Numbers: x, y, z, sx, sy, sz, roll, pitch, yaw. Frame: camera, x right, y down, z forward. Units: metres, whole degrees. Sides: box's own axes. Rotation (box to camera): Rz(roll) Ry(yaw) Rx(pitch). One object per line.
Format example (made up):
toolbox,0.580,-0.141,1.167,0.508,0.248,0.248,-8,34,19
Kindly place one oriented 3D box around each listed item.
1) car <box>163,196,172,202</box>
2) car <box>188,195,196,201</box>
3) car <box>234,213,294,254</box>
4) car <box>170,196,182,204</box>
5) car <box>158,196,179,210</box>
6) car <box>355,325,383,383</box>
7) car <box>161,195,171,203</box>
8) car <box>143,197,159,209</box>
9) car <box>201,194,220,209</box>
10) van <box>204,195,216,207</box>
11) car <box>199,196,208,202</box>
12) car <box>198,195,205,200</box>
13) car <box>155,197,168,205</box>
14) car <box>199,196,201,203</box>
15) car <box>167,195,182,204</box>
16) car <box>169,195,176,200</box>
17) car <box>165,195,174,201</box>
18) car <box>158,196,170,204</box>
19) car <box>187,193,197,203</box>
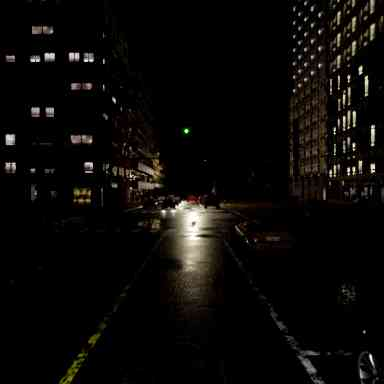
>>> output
car,-5.677,1.661,78.781,1.802,1.307,4.206,0,0,0
car,0.019,1.545,84.814,2.033,1.411,5.357,0,0,0
car,2.689,1.527,13.377,1.752,1.417,4.829,0,0,0
car,-3.031,1.544,64.850,2.128,1.511,4.902,0,0,0
car,-3.112,1.571,44.529,2.033,1.411,5.357,0,0,-4
car,2.687,1.566,1.942,1.947,1.339,4.313,0,0,0
car,-5.678,1.509,73.255,1.967,1.590,4.097,0,0,0
car,-5.683,1.575,45.621,2.008,1.369,4.403,0,0,0
car,2.696,1.339,45.620,2.192,1.841,5.009,0,0,0
van,2.697,1.372,51.146,1.690,1.788,3.998,0,0,0
car,2.703,1.624,78.779,1.887,1.381,4.507,0,0,0
car,2.708,1.641,95.529,1.752,1.417,4.829,0,0,0
car,-5.680,1.599,62.201,2.008,1.369,4.403,0,0,0
car,2.700,1.373,67.725,2.192,1.841,5.009,0,0,0
car,-3.076,1.583,54.657,2.033,1.411,5.357,0,0,0
car,-5.673,1.640,95.191,1.752,1.417,4.829,0,0,0
car,-5.676,1.531,84.308,1.967,1.590,4.097,0,0,0
car,-5.679,1.603,67.727,1.887,1.381,4.507,0,0,0
car,0.016,1.296,74.427,2.150,2.045,5.566,0,0,0
